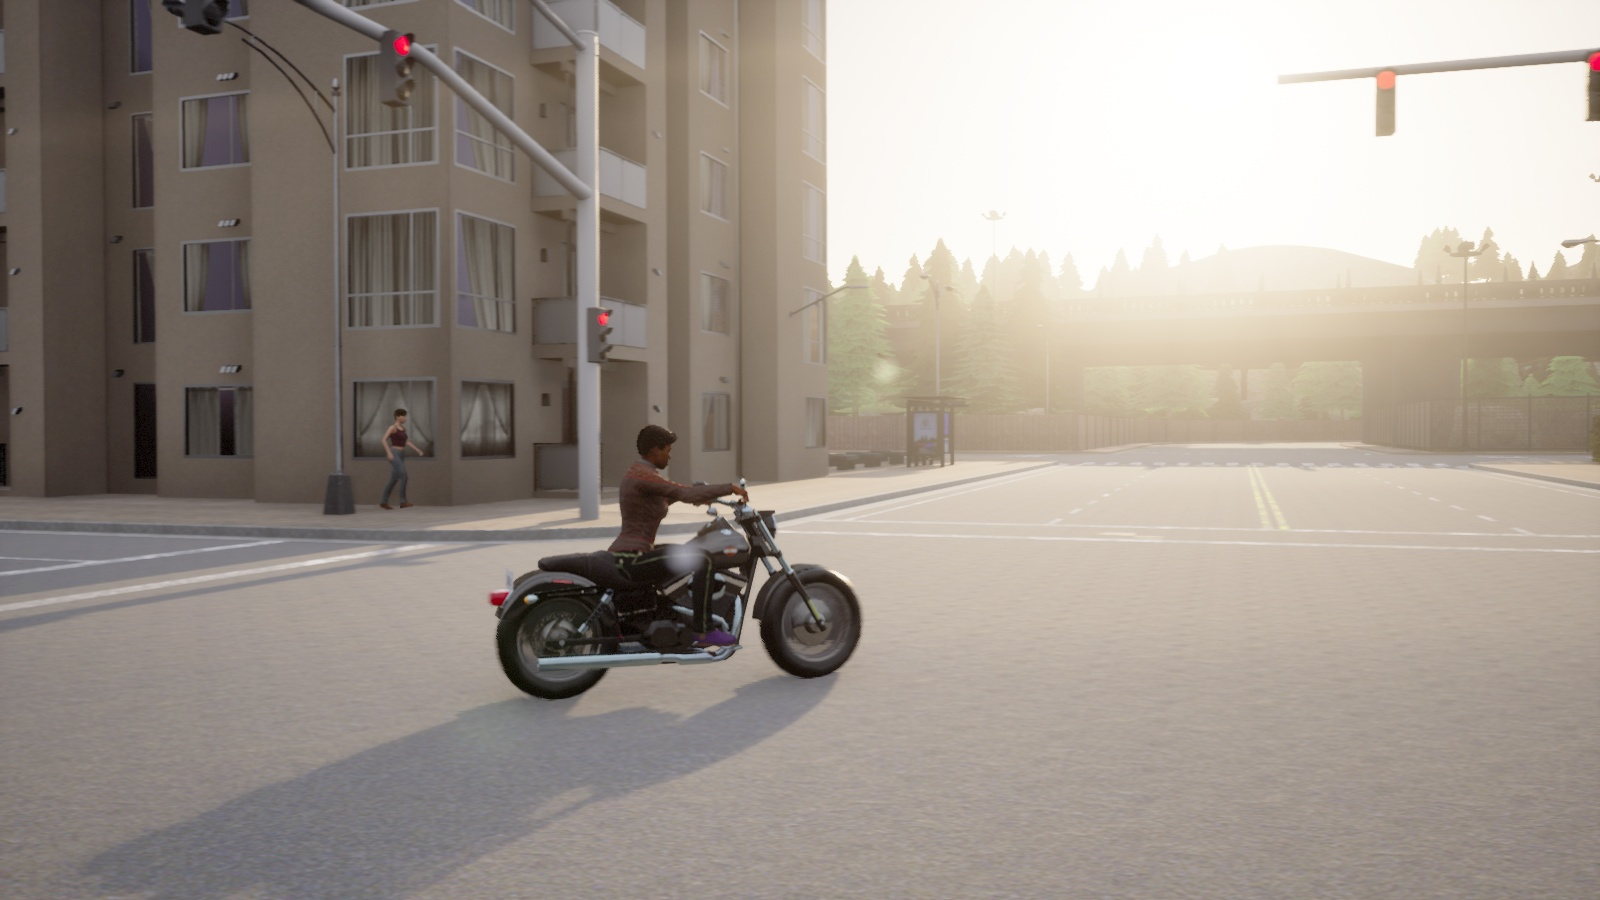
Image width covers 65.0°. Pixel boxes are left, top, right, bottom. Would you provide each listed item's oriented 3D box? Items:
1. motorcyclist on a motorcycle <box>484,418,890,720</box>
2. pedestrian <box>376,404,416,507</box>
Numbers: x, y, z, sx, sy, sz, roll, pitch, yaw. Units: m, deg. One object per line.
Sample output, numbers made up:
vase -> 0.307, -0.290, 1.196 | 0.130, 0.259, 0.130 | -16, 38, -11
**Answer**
motorcyclist on a motorcycle -> -0.677, 0.651, 7.678 | 2.350, 1.649, 0.766 | 0, 0, -22
pedestrian -> -7.304, 0.094, 22.720 | 0.594, 1.836, 0.345 | 0, 1, 10
